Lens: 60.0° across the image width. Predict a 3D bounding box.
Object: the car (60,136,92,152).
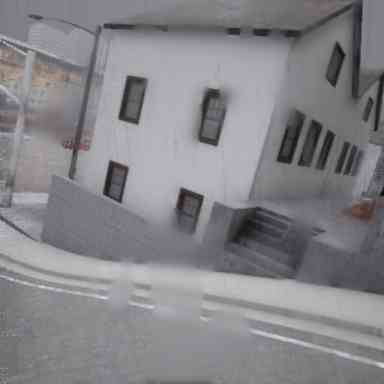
[{"bbox_3d":[-14.514,-6.350,44.068,2.150,2.045,5.566,21,12,35],"label":"car"}]
